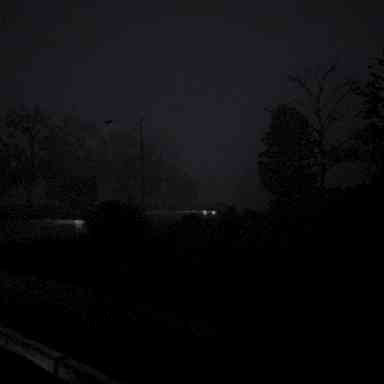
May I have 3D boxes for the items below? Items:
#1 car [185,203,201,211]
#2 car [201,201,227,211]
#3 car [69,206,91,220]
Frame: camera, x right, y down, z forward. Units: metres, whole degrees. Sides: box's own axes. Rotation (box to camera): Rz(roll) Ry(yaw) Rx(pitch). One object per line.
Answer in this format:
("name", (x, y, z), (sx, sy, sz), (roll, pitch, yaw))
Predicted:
("car", (0.744, 2.464, 56.222), (1.895, 1.301, 4.718), (-2, -2, 32))
("car", (3.945, 2.223, 54.742), (1.882, 1.535, 5.008), (-2, -2, 32))
("car", (-11.443, 2.261, 37.057), (1.812, 1.442, 4.674), (-2, -1, 32))
